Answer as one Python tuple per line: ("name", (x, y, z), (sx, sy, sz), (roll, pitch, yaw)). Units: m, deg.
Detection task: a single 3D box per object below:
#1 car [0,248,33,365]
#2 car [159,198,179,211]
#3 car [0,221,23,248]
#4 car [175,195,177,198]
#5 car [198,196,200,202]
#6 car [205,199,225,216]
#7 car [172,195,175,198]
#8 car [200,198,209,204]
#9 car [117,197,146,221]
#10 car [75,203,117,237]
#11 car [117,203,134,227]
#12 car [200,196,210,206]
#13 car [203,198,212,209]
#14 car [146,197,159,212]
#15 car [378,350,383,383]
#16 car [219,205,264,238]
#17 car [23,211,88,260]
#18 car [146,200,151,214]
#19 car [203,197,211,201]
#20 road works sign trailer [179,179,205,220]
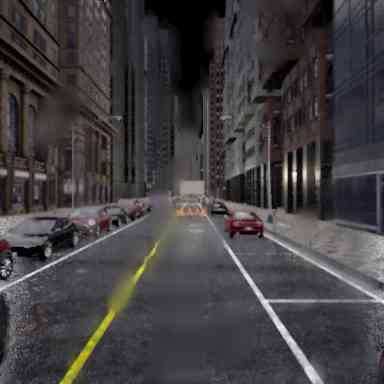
("car", (-3.101, 1.518, 2.055), (1.837, 1.490, 4.892), (0, 0, 0))
("car", (-3.087, 1.833, 43.760), (1.994, 1.385, 4.181), (0, 0, 0))
("car", (-5.760, 1.484, 7.208), (1.967, 1.590, 4.097), (0, 0, 0))
("car", (-5.759, 2.153, 91.231), (1.947, 1.339, 4.313), (0, 0, 0))
("car", (2.767, 1.712, 63.238), (2.192, 1.841, 5.009), (0, 0, 0))
("car", (2.765, 1.781, 35.228), (1.947, 1.339, 4.313), (0, 0, 0))
("car", (-5.758, 1.951, 80.029), (1.967, 1.590, 4.097), (0, 0, 0))
("car", (2.766, 2.000, 74.611), (1.752, 1.417, 4.829), (0, 0, 0))
("car", (-5.759, 1.495, 29.615), (2.192, 1.841, 5.009), (0, 0, 0))
("car", (-5.760, 1.552, 18.411), (1.967, 1.590, 4.097), (0, 0, 0))
("car", (-5.760, 1.712, 24.011), (1.947, 1.339, 4.313), (0, 0, 0))
("car", (2.766, 1.763, 52.034), (1.967, 1.590, 4.097), (0, 0, 0))
("car", (2.766, 1.816, 40.829), (1.947, 1.339, 4.313), (0, 0, 0))
("car", (-5.758, 1.565, 40.818), (2.192, 1.841, 5.009), (0, 0, 0))
("car", (2.765, 1.451, 1.616), (1.967, 1.590, 4.097), (0, 0, 0))
("car", (2.765, 1.657, 18.421), (1.887, 1.381, 4.507), (0, 0, 0))
("car", (-5.760, 1.644, 12.808), (1.947, 1.339, 4.313), (0, 0, 0))
("car", (-5.760, 1.797, 35.214), (1.802, 1.307, 4.206), (0, 0, 0))
("car", (2.766, 1.837, 46.431), (2.008, 1.369, 4.403), (0, 0, 0))
("road works sign trailer", (0.000, 0.648, 30.085), (2.380, 3.560, 2.880), (0, 0, 0))
